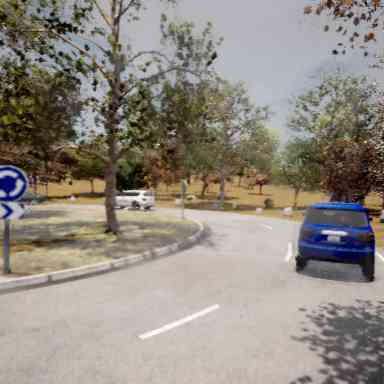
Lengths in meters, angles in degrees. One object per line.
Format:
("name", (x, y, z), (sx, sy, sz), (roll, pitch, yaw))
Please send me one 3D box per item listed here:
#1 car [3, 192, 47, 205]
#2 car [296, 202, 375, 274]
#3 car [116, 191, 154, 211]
("car", (-20.147, 0.771, 40.090), (4.892, 1.490, 1.837), (2, 0, -6))
("car", (5.041, 1.370, 11.705), (2.150, 2.045, 5.566), (2, 1, 24))
("car", (-6.645, 0.864, 35.599), (5.566, 2.045, 2.150), (2, 0, 28))
